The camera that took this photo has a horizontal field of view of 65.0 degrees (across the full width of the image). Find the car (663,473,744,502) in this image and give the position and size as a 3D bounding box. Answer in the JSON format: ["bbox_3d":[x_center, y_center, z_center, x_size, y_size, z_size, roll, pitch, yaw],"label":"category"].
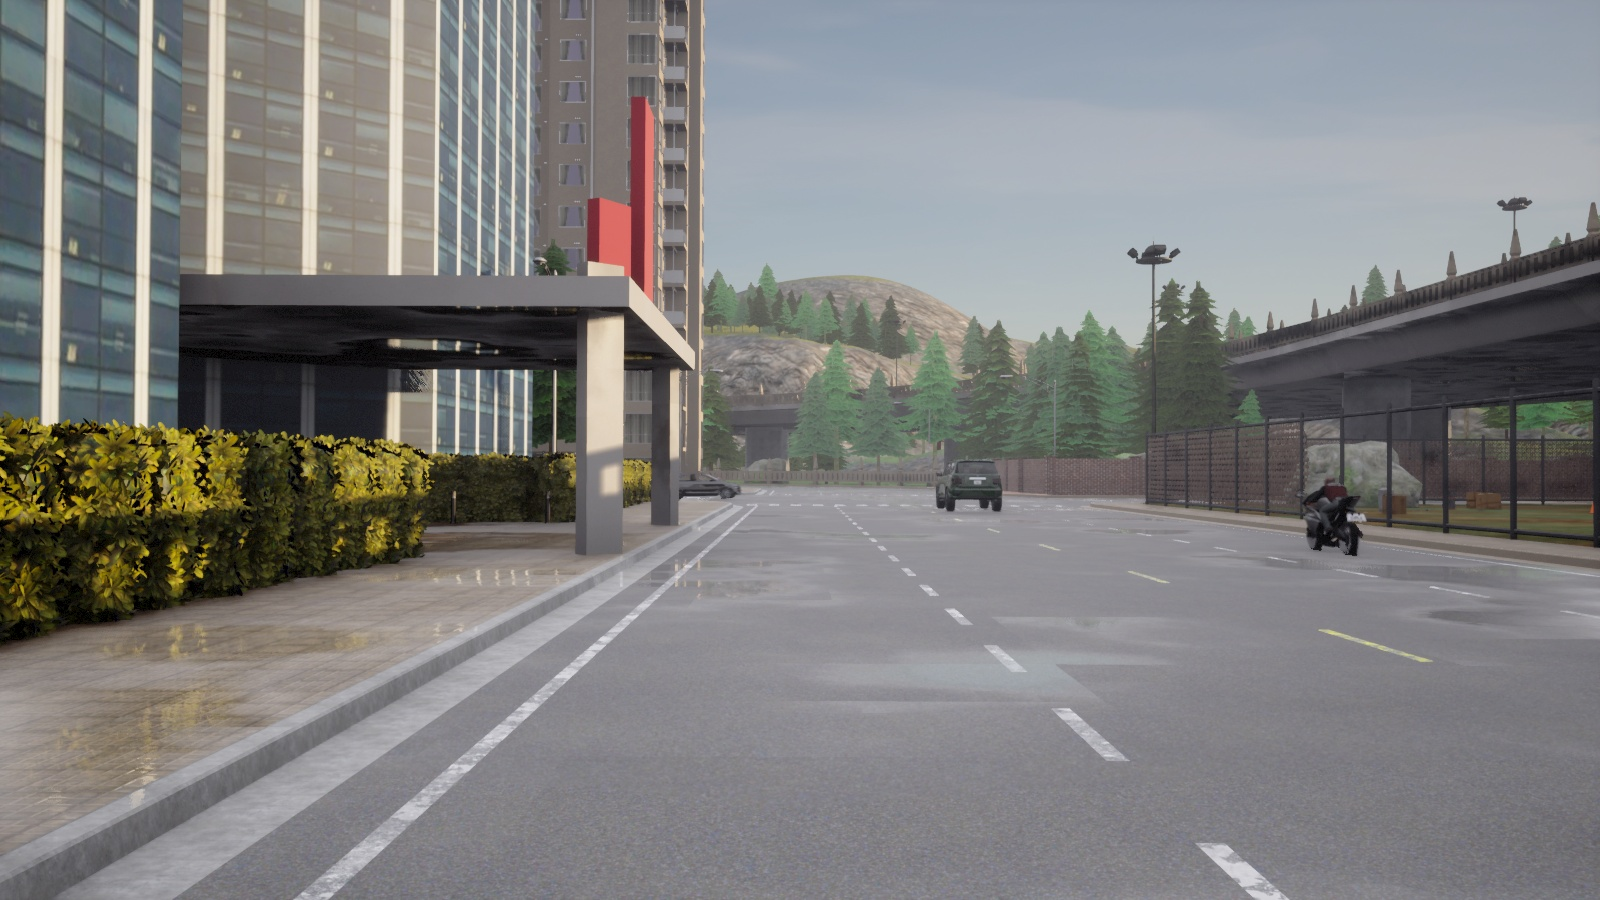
[{"bbox_3d":[-5.194,2.018,68.038,4.193,1.474,1.816,-1,-1,0],"label":"car"}]

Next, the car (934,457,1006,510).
[{"bbox_3d":[6.863,1.360,51.154,2.150,2.045,5.566,0,-1,0],"label":"car"}]

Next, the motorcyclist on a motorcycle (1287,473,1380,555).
[{"bbox_3d":[10.434,1.221,24.658,0.866,1.530,2.191,0,-1,0],"label":"motorcyclist on a motorcycle"}]
